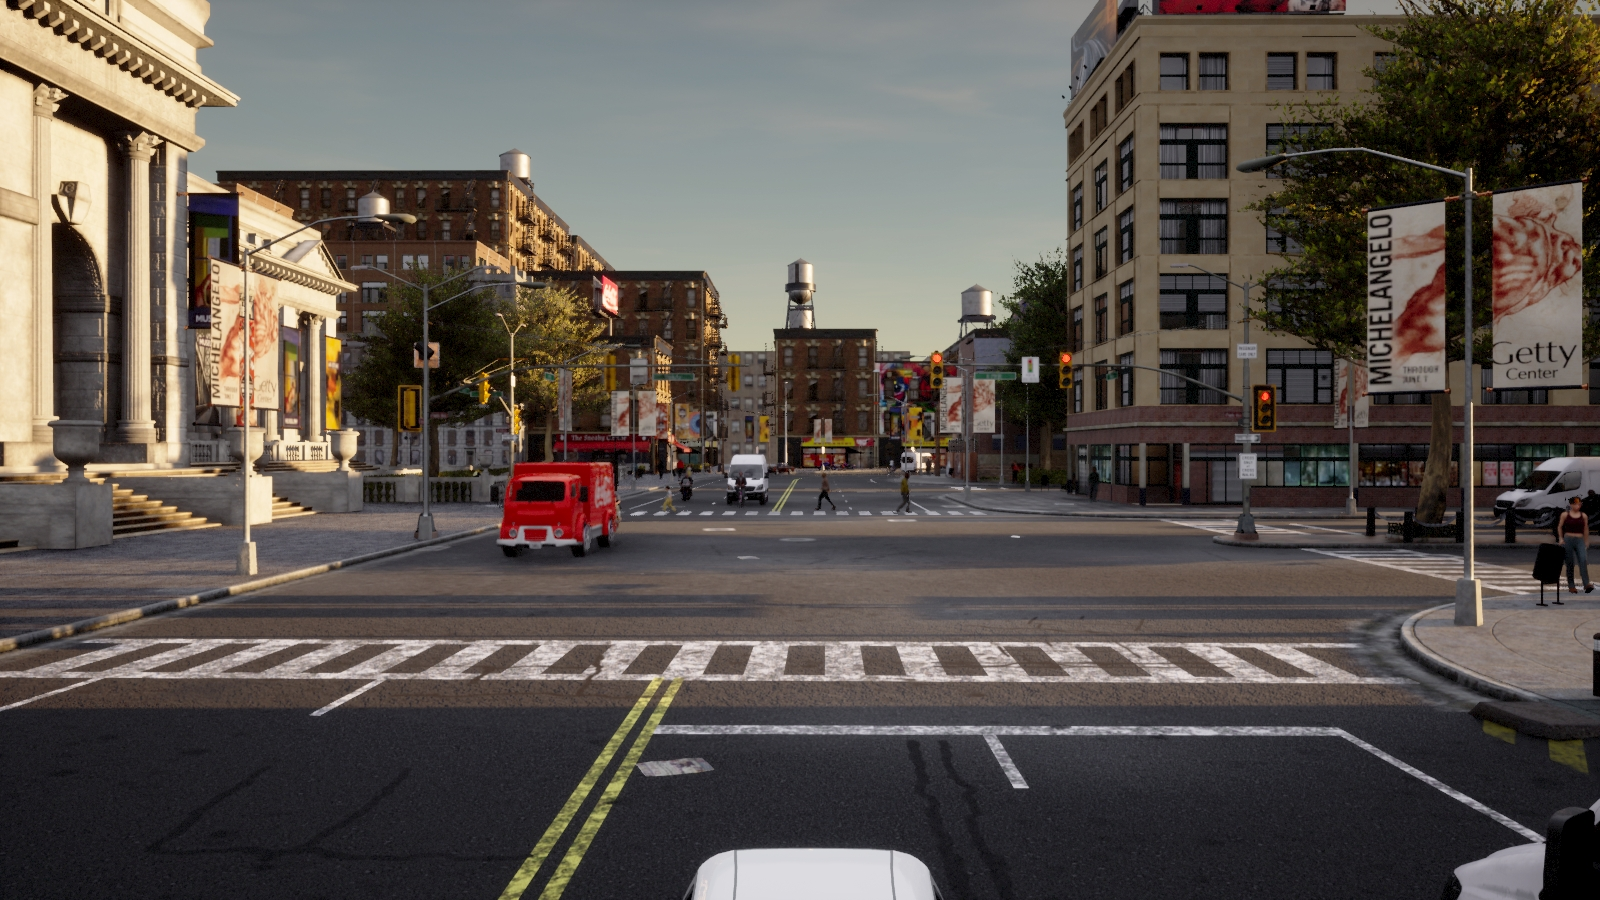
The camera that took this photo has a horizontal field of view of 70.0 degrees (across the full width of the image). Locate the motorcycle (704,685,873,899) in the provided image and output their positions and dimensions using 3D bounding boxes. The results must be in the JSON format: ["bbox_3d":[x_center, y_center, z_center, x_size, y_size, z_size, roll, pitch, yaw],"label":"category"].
[{"bbox_3d":[-0.047,2.182,6.691,0.856,1.236,1.805,0,0,1],"label":"motorcycle"}]

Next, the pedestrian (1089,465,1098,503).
[{"bbox_3d":[14.497,1.696,56.395,0.375,1.860,0.375,0,0,0],"label":"pedestrian"}]

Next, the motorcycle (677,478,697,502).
[{"bbox_3d":[-6.217,2.205,62.895,0.867,1.251,2.209,0,0,1],"label":"motorcycle"}]

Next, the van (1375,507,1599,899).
[{"bbox_3d":[3.538,1.534,2.141,1.988,2.561,5.915,0,0,1],"label":"van"}]

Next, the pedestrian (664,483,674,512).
[{"bbox_3d":[-5.842,2.128,51.054,0.375,1.300,0.375,0,0,2],"label":"pedestrian"}]

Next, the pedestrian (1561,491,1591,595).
[{"bbox_3d":[14.186,1.696,20.892,0.375,1.860,0.375,0,0,20],"label":"pedestrian"}]

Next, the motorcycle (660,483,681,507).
[{"bbox_3d":[-6.401,2.212,56.465,0.803,1.145,2.033,0,0,1],"label":"motorcycle"}]

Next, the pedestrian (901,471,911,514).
[{"bbox_3d":[4.598,1.849,49.720,0.375,1.860,0.375,0,0,-2],"label":"pedestrian"}]

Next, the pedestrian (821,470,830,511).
[{"bbox_3d":[1.168,1.848,51.869,0.375,1.860,0.375,0,0,-5],"label":"pedestrian"}]

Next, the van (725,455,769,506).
[{"bbox_3d":[-2.739,1.534,60.679,1.988,2.561,5.915,0,0,1],"label":"van"}]

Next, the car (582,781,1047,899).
[{"bbox_3d":[0.047,2.120,3.817,1.481,1.376,2.207,0,0,0],"label":"car"}]

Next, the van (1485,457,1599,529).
[{"bbox_3d":[28.472,1.534,41.518,5.915,2.561,1.988,0,0,1],"label":"van"}]

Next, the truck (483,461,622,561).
[{"bbox_3d":[-6.629,1.567,31.360,2.627,2.467,5.204,0,0,1],"label":"truck"}]

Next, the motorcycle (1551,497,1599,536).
[{"bbox_3d":[26.409,2.205,38.043,2.209,1.251,0.867,0,0,0],"label":"motorcycle"}]
